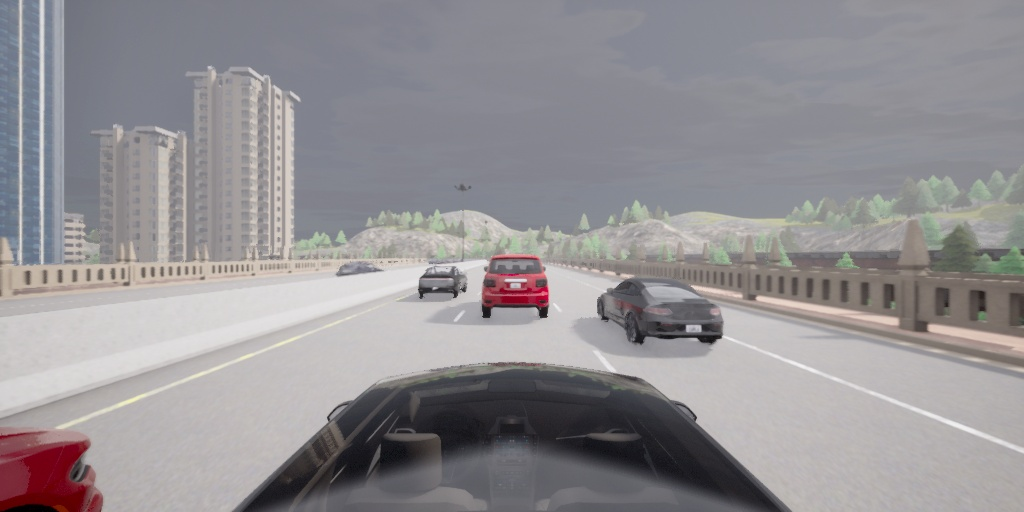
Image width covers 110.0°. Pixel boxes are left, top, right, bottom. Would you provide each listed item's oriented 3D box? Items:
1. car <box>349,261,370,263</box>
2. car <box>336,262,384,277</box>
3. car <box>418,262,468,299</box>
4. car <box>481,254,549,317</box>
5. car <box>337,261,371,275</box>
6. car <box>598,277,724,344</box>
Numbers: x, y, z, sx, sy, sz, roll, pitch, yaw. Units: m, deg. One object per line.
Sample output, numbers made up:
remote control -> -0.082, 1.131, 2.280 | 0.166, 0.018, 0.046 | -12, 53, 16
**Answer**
car -> -14.078, 1.231, 33.303 | 2.128, 1.511, 4.902 | 0, 0, 0
car -> -10.588, 1.343, 25.500 | 1.895, 1.301, 4.718 | 0, 0, 0
car -> -3.393, 1.237, 18.223 | 2.128, 1.511, 4.902 | 0, 0, 0
car -> 0.105, 0.969, 13.278 | 2.150, 2.045, 5.566 | 0, 0, 0
car -> -17.569, 1.302, 40.159 | 1.994, 1.385, 4.181 | 0, 0, 0
car -> 3.605, 1.275, 9.418 | 1.812, 1.442, 4.674 | 0, 0, 0
